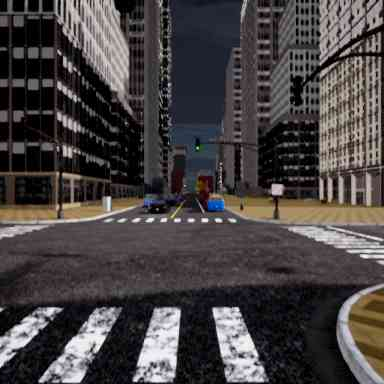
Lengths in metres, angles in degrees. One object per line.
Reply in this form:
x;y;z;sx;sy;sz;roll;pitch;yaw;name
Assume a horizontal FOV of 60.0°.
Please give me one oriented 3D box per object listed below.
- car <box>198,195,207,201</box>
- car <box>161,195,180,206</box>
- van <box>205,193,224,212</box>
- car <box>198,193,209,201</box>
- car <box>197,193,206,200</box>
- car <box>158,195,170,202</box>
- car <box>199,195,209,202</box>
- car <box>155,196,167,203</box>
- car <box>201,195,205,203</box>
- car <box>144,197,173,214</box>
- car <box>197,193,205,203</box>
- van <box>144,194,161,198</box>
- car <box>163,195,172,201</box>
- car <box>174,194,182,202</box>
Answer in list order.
2.520;1.360;80.814;1.947;1.339;4.313;0;0;0;car
-3.288;1.473;50.644;1.895;1.301;4.718;0;0;0;car
2.586;1.249;36.503;1.690;1.788;3.998;0;0;0;van
2.515;1.124;75.274;2.192;1.841;5.009;0;0;0;car
2.527;1.094;86.353;2.192;1.841;5.009;0;0;0;car
-5.873;1.374;69.743;2.008;1.369;4.403;0;0;0;car
2.508;1.368;69.735;1.887;1.381;4.507;0;0;0;car
-5.879;1.404;64.205;1.947;1.339;4.313;0;0;0;car
2.501;1.439;42.042;1.887;1.381;4.507;0;0;0;car
-3.320;1.479;33.590;1.994;1.385;4.181;0;0;0;car
2.503;1.153;64.195;2.192;1.841;5.009;0;0;0;car
-5.896;1.222;47.586;1.690;1.788;3.998;0;0;0;van
-5.860;1.376;80.823;1.802;1.307;4.206;0;0;0;car
-3.188;1.246;67.865;2.097;1.767;4.553;0;0;0;car
